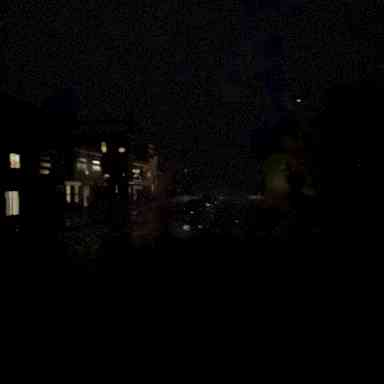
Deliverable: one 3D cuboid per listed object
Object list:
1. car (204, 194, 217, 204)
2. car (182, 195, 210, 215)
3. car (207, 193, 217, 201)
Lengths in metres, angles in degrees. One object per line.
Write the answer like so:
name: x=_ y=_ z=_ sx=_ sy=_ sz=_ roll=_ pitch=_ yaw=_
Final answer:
car: x=2.397 y=1.126 z=51.267 sx=1.837 sy=1.490 sz=4.892 roll=-1 pitch=2 yaw=6
car: x=0.266 y=1.323 z=30.961 sx=2.033 sy=1.411 sz=5.357 roll=-1 pitch=1 yaw=6
car: x=4.127 y=0.999 z=67.782 sx=1.895 sy=1.301 sz=4.718 roll=-1 pitch=0 yaw=6
